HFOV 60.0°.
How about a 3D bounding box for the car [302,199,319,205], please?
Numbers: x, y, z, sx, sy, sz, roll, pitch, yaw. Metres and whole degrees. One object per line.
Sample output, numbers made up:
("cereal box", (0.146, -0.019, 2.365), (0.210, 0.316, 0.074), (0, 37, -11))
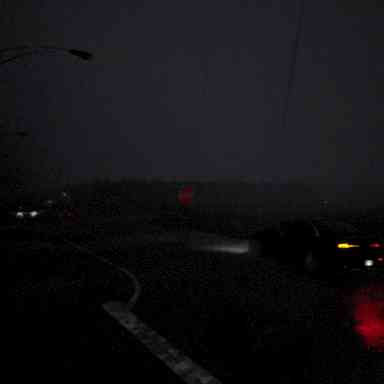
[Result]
("car", (18.761, 1.756, 49.826), (5.357, 1.411, 2.033), (0, 0, -32))

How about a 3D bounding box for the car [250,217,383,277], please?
("car", (3.651, 1.565, 10.656), (1.837, 1.490, 4.892), (2, -1, -20))

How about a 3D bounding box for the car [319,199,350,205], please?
("car", (21.001, 1.676, 47.567), (4.902, 1.511, 2.128), (0, 0, -32))

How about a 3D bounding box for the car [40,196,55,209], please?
("car", (-22.559, 1.593, 51.690), (2.150, 2.045, 5.566), (0, 0, -33))

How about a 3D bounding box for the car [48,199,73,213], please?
("car", (-16.698, 1.903, 42.637), (1.895, 1.301, 4.718), (0, 0, -32))

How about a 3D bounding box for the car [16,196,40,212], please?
("car", (-22.708, 1.555, 45.439), (2.150, 2.045, 5.566), (0, -1, -32))
